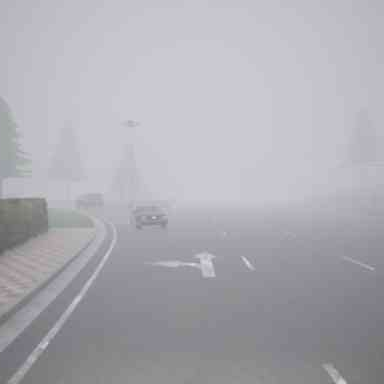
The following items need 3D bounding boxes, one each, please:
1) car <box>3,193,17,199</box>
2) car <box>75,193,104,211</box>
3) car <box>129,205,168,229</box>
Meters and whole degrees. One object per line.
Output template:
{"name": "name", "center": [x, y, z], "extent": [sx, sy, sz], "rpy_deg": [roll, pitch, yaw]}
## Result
{"name": "car", "center": [-38.419, 1.166, 69.255], "extent": [5.566, 2.045, 2.150], "rpy_deg": [0, 0, 40]}
{"name": "car", "center": [-12.785, 1.189, 41.424], "extent": [2.150, 2.045, 5.566], "rpy_deg": [0, 0, -35]}
{"name": "car", "center": [-2.926, 1.530, 21.650], "extent": [2.033, 1.411, 5.357], "rpy_deg": [0, 0, -17]}
